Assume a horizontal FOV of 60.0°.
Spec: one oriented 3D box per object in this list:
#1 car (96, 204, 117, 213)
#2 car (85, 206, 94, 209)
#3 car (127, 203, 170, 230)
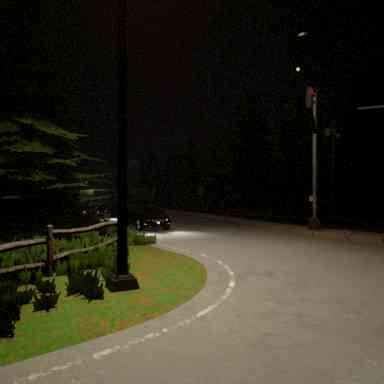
[{"bbox_3d":[-7.047,1.537,29.766,1.994,1.385,4.181,0,0,-24],"label":"car"},{"bbox_3d":[-12.018,1.499,40.877,1.812,1.442,4.674,0,0,-24],"label":"car"},{"bbox_3d":[-2.892,1.478,20.722,1.837,1.490,4.892,0,0,-25],"label":"car"}]
